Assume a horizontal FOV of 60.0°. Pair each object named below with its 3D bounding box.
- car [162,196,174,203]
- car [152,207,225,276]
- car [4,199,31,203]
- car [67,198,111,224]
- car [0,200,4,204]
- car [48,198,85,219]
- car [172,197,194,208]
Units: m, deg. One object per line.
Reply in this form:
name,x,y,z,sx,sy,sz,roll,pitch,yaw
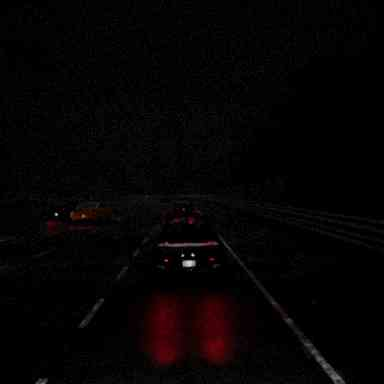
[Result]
car,-5.679,1.832,74.027,1.895,1.301,4.718,-1,-1,-2
car,-0.149,1.463,10.267,2.128,1.511,4.902,-1,0,-2
car,-26.043,1.864,50.770,1.837,1.490,4.892,-1,0,-1
car,-7.617,1.507,25.580,1.882,1.535,5.008,-1,0,-2
car,-29.526,1.983,50.386,1.994,1.385,4.181,-1,0,-1
car,-11.245,1.580,29.777,1.837,1.490,4.892,-1,0,-2
car,-0.820,1.411,32.333,1.812,1.442,4.674,-1,0,-2
